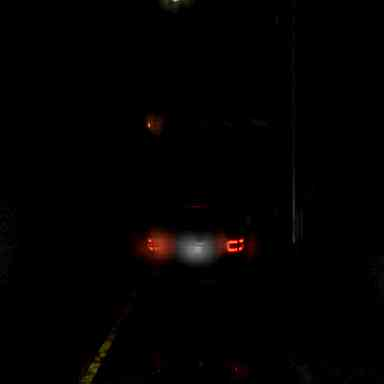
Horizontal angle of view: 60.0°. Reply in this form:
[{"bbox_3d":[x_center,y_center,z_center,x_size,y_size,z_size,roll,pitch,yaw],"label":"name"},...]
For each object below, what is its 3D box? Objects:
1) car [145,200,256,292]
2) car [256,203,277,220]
[{"bbox_3d":[0.079,1.222,9.066,2.150,2.045,5.566,0,0,0],"label":"car"},{"bbox_3d":[4.665,1.559,26.704,4.181,1.385,1.994,0,0,-15],"label":"car"}]
